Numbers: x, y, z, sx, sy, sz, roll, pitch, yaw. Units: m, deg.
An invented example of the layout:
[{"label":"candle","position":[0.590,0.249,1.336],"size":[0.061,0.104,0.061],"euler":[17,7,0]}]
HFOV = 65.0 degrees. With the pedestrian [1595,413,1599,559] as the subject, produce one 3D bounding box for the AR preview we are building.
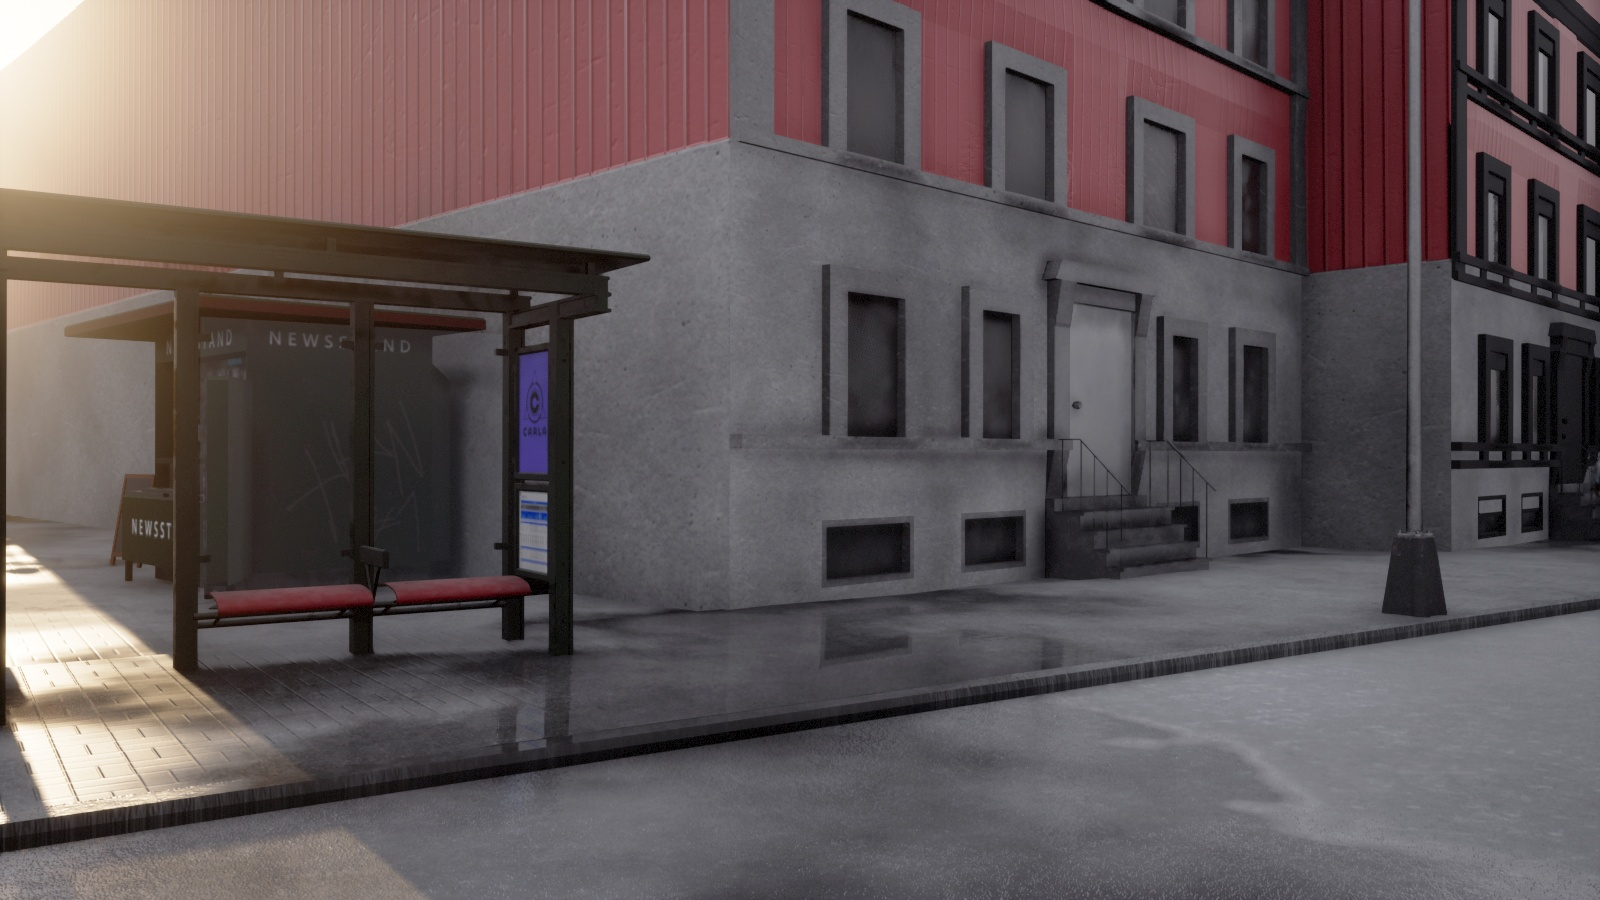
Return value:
[{"label":"pedestrian","position":[10.907,0.471,16.574],"size":[0.692,1.930,0.396],"euler":[0,0,-28]}]
